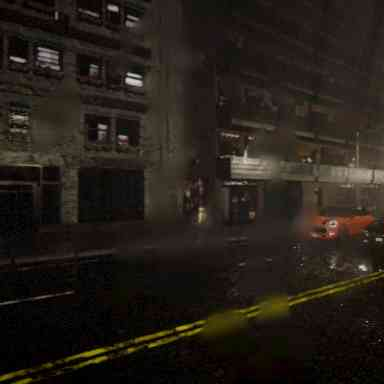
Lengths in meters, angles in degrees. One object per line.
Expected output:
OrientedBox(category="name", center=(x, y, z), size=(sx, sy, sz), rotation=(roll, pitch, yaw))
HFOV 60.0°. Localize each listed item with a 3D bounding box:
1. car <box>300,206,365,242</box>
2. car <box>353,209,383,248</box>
OrientedBox(category="car", center=(7.689, 1.527, 17.449), size=(4.553, 1.767, 2.097), rotation=(1, -1, -37))
OrientedBox(category="car", center=(9.401, 1.641, 14.666), size=(5.008, 1.535, 1.882), rotation=(1, -1, -37))
